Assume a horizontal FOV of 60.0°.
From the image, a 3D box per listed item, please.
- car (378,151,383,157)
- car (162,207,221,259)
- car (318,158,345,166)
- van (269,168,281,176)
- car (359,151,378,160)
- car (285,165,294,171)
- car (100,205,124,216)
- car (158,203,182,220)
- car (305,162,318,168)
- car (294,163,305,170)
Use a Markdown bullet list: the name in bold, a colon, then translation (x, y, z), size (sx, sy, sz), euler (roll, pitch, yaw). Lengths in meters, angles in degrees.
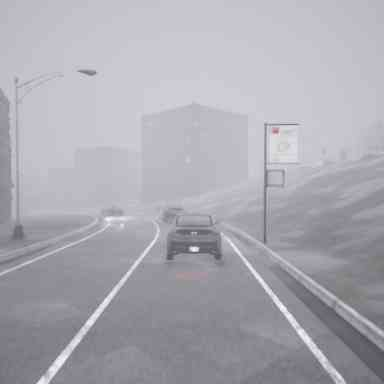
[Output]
- **car**: translation (21.857, -4.061, 34.000), size (2.231, 1.521, 4.892), euler (0, 1, -1)
- **car**: translation (0.050, 1.533, 12.739), size (1.837, 1.490, 4.892), euler (0, 0, -1)
- **car**: translation (21.489, -4.445, 50.453), size (2.185, 1.767, 4.553), euler (0, 1, -1)
- **van**: translation (20.765, -4.990, 83.546), size (1.878, 1.987, 4.442), euler (0, 1, -1)
- **car**: translation (21.728, -4.156, 39.517), size (2.231, 1.521, 4.892), euler (0, 1, -1)
- **car**: translation (21.124, -4.685, 67.138), size (2.185, 1.767, 4.553), euler (0, 1, -1)
- **car**: translation (-9.470, 2.159, 39.420), size (1.895, 1.301, 4.718), euler (-1, -2, -26)
- **car**: translation (-1.742, 1.717, 28.309), size (1.837, 1.490, 4.892), euler (0, -1, -13)
- **car**: translation (21.369, -4.360, 55.947), size (2.002, 1.452, 4.674), euler (0, 1, -1)
- **car**: translation (21.245, -4.609, 61.619), size (2.185, 1.767, 4.553), euler (0, 1, -1)
